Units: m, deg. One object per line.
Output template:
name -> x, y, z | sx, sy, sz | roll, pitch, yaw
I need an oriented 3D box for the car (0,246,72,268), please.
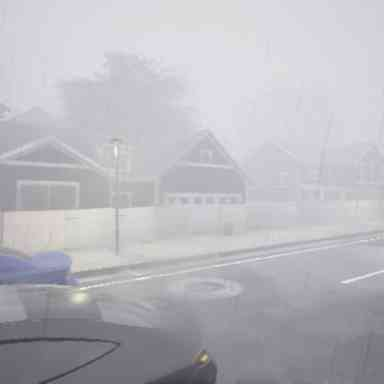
car -> -4.228, 1.477, 4.630 | 5.008, 1.535, 1.882 | 0, 0, -35

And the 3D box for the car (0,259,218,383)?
car -> -1.921, 1.525, 2.282 | 4.674, 1.442, 1.812 | 0, 0, -35
